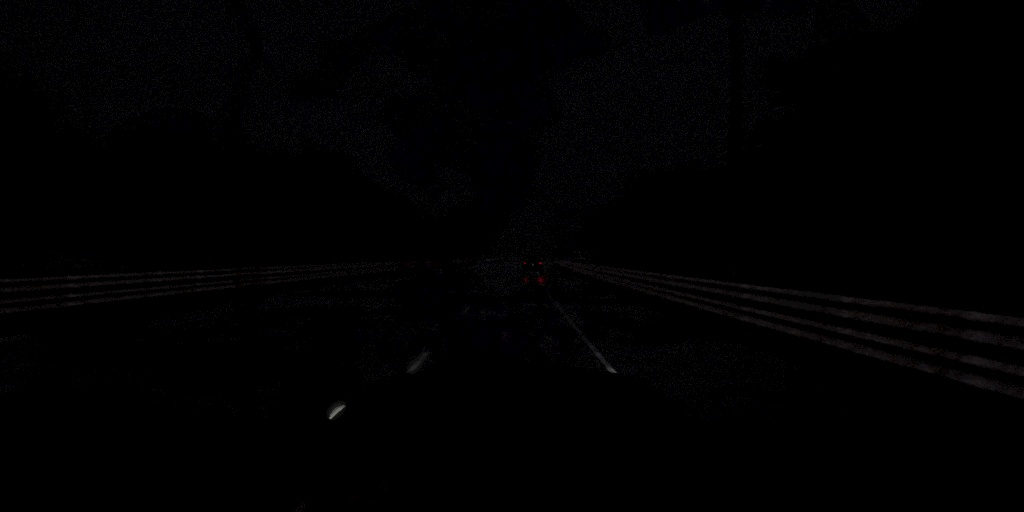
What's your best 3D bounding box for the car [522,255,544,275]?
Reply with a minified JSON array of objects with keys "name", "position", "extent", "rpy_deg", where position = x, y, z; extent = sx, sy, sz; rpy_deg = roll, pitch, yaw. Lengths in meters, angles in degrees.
[{"name":"car","position":[2.213,0.960,38.332],"extent":[2.150,2.045,5.566],"rpy_deg":[0,0,3]}]
